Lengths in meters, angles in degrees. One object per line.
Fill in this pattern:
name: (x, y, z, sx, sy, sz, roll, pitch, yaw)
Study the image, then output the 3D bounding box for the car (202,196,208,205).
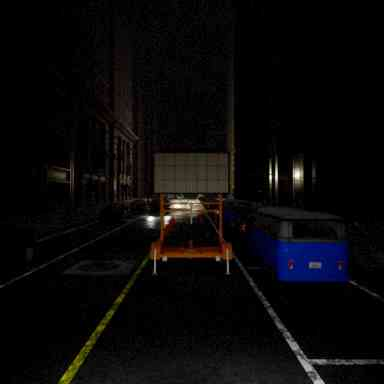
car: (2.598, 1.526, 42.770, 1.887, 1.381, 4.507, 1, 0, 0)

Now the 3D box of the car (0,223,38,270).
car: (-5.867, 1.545, 9.003, 1.887, 1.381, 4.507, 1, 0, 0)

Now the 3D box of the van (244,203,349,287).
van: (2.661, 1.341, 9.022, 1.690, 1.788, 3.998, 1, 0, 0)

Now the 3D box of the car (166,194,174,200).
car: (-6.018, 1.341, 93.369, 1.967, 1.590, 4.097, 1, 0, 0)

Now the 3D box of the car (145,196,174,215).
car: (-3.162, 1.467, 33.303, 1.882, 1.535, 5.008, 0, 0, 0)

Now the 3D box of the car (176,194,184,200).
car: (-3.165, 1.259, 90.506, 2.097, 1.767, 4.553, 0, 0, 0)

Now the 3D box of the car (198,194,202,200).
car: (2.567, 1.505, 59.644, 1.887, 1.381, 4.507, 1, 0, 0)

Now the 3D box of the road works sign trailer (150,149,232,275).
road works sign trailer: (-0.019, 0.464, 10.477, 2.380, 3.560, 2.880, 0, 0, 0)

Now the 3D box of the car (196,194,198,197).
car: (2.527, 1.466, 82.143, 1.887, 1.381, 4.507, 1, 0, 0)

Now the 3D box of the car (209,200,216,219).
car: (2.628, 1.544, 25.896, 2.008, 1.369, 4.403, 1, 0, 0)

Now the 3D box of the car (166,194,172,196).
car: (-5.977, 1.382, 70.872, 1.967, 1.590, 4.097, 1, 0, 0)

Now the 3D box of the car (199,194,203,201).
car: (2.578, 1.513, 54.019, 1.887, 1.381, 4.507, 1, 0, 0)

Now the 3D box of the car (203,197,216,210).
car: (2.608, 1.537, 37.146, 2.008, 1.369, 4.403, 1, 0, 0)

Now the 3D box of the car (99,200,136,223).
car: (-5.897, 1.538, 25.876, 1.887, 1.381, 4.507, 1, 0, 0)

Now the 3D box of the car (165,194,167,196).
car: (-5.959, 1.542, 59.623, 1.802, 1.307, 4.206, 1, 0, 0)

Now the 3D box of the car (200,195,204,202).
car: (2.588, 1.520, 48.394, 1.887, 1.381, 4.507, 1, 0, 0)

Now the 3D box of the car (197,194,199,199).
car: (2.557, 1.517, 65.270, 1.947, 1.339, 4.313, 1, 0, 0)

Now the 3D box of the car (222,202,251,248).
car: (2.650, 1.439, 14.646, 1.967, 1.590, 4.097, 1, 0, 0)

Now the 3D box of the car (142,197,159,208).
car: (-5.937, 1.500, 48.203, 1.752, 1.417, 4.829, 1, 0, 0)

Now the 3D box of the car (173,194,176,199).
car: (-6.010, 1.477, 87.745, 1.947, 1.339, 4.313, 1, 0, 0)

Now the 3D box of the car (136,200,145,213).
car: (-5.917, 1.537, 37.125, 2.008, 1.369, 4.403, 1, 0, 0)

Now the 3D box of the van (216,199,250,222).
van: (2.641, 1.338, 20.272, 1.690, 1.788, 3.998, 1, 0, 0)
